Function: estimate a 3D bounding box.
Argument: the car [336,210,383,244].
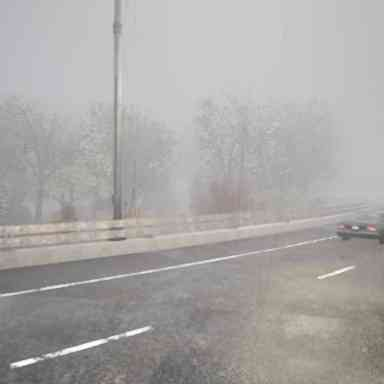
[{"bbox_3d":[8.851,1.606,16.206,2.033,1.411,5.357,0,0,45],"label":"car"}]
